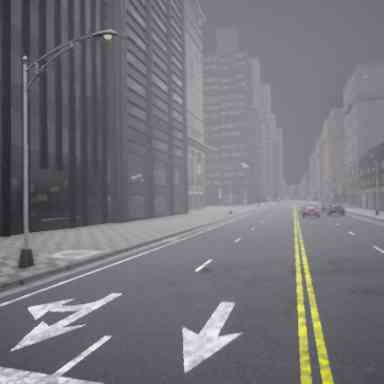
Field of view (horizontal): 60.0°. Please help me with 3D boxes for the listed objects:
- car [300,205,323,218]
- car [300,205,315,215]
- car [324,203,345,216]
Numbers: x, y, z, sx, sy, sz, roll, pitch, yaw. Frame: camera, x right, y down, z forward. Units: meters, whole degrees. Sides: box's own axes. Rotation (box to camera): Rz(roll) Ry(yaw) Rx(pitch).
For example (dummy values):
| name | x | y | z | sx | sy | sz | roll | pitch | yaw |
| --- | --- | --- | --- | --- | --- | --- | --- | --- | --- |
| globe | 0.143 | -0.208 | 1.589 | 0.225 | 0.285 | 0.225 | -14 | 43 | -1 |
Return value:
| name | x | y | z | sx | sy | sz | roll | pitch | yaw |
| --- | --- | --- | --- | --- | --- | --- | --- | --- | --- |
| car | 14.092 | 2.285 | 39.489 | 1.812 | 1.442 | 4.674 | -2 | -2 | 17 |
| car | 16.961 | 2.547 | 48.956 | 1.895 | 1.301 | 4.718 | -2 | -2 | 17 |
| car | 18.773 | 2.277 | 43.459 | 1.837 | 1.490 | 4.892 | -2 | -2 | 17 |
